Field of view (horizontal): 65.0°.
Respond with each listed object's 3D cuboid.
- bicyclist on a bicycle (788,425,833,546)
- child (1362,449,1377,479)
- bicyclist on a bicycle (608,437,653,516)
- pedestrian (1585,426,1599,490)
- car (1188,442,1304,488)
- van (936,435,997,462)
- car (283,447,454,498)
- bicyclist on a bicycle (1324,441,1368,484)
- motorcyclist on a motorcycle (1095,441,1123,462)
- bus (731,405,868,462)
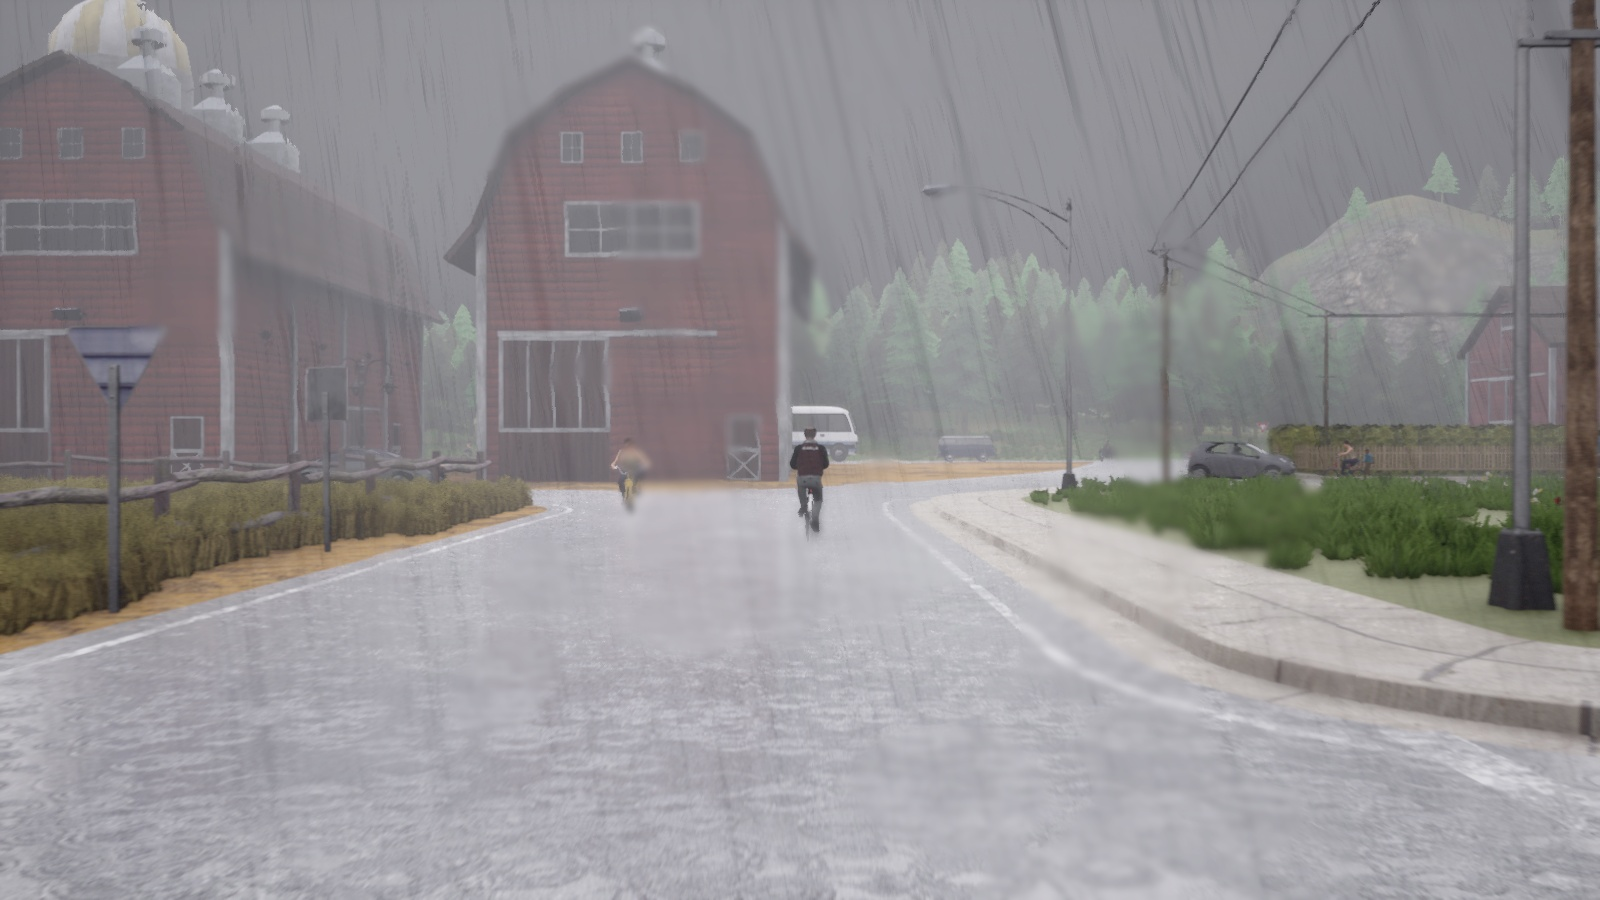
[{"bbox_3d":[0.147,0.521,19.373,0.659,1.776,1.843,0,1,-1],"label":"bicyclist on a bicycle"},{"bbox_3d":[22.975,0.548,50.660,0.448,1.192,0.343,0,0,-18],"label":"child"},{"bbox_3d":[-3.591,0.548,26.658,0.866,1.612,1.509,-1,0,-5],"label":"bicyclist on a bicycle"},{"bbox_3d":[23.998,0.233,37.668,0.692,1.930,0.396,0,0,18],"label":"pedestrian"},{"bbox_3d":[15.881,0.510,44.692,3.633,1.501,1.845,2,1,27],"label":"car"},{"bbox_3d":[12.745,-0.111,96.269,4.442,1.987,1.775,0,0,1],"label":"van"},{"bbox_3d":[-12.261,0.622,35.863,4.181,1.385,1.994,0,0,3],"label":"car"},{"bbox_3d":[20.688,0.461,47.637,1.509,1.612,0.866,0,0,22],"label":"bicyclist on a bicycle"},{"bbox_3d":[22.394,0.099,91.049,0.797,1.523,2.044,0,-1,-24],"label":"motorcyclist on a motorcycle"},{"bbox_3d":[-0.032,-1.251,96.392,10.273,4.253,3.944,0,0,1],"label":"bus"}]
